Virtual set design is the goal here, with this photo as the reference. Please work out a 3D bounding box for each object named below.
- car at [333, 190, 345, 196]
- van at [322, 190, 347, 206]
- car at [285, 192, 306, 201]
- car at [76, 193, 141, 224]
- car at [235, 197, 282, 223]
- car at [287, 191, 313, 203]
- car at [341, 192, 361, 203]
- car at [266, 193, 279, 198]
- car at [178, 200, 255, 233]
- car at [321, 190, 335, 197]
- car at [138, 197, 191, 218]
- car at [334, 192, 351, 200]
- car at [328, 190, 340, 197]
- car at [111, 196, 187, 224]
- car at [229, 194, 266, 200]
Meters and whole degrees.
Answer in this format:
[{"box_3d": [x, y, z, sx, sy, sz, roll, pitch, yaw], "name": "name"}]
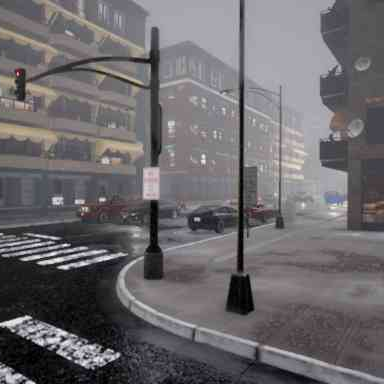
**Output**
[{"box_3d": [36.264, 0.248, 82.020, 1.802, 1.307, 4.206, 2, 2, 35], "name": "car"}, {"box_3d": [17.475, 0.716, 40.705, 1.690, 1.788, 3.998, 2, 2, 35], "name": "van"}, {"box_3d": [17.045, 0.711, 54.674, 1.947, 1.339, 4.313, 2, 2, 35], "name": "car"}, {"box_3d": [-5.374, 1.023, 22.766, 2.192, 1.841, 5.009, 2, 2, 35], "name": "car"}, {"box_3d": [4.659, 1.279, 22.480, 1.802, 1.307, 4.206, 2, 2, 35], "name": "car"}, {"box_3d": [16.081, 0.618, 48.640, 2.097, 1.767, 4.553, 1, 1, 35], "name": "car"}, {"box_3d": [23.879, 0.759, 49.823, 1.887, 1.381, 4.507, 2, 2, 35], "name": "car"}, {"box_3d": [10.639, 0.871, 45.559, 1.947, 1.339, 4.313, 2, 2, 35], "name": "car"}, {"box_3d": [1.456, 1.343, 17.922, 1.947, 1.339, 4.313, 2, 2, 35], "name": "car"}, {"box_3d": [29.858, 0.370, 72.904, 1.887, 1.381, 4.507, 2, 2, 35], "name": "car"}, {"box_3d": [-2.174, 1.172, 27.330, 1.887, 1.381, 4.507, 2, 2, 35], "name": "car"}, {"box_3d": [25.915, 0.690, 57.244, 1.895, 1.301, 4.718, 1, 1, 35], "name": "car"}, {"box_3d": [33.060, 0.327, 77.462, 1.802, 1.307, 4.206, 2, 2, 35], "name": "car"}, {"box_3d": [-2.690, 1.220, 22.109, 1.837, 1.490, 4.892, 1, 1, 35], "name": "car"}, {"box_3d": [5.255, 0.866, 33.399, 2.097, 1.767, 4.553, 1, 1, 35], "name": "car"}]
